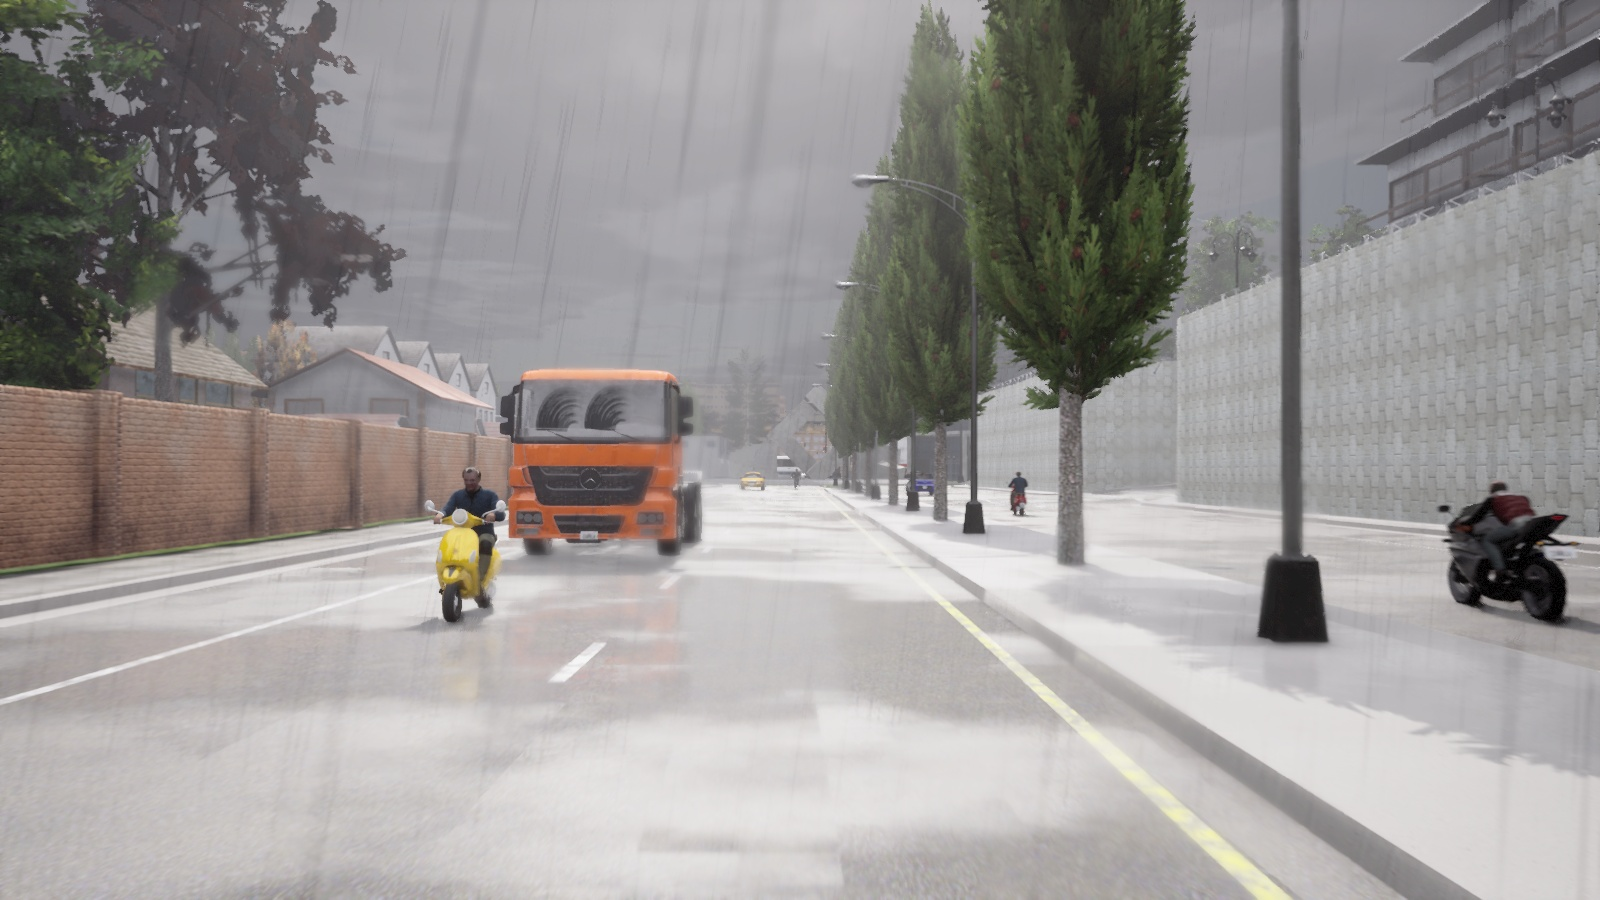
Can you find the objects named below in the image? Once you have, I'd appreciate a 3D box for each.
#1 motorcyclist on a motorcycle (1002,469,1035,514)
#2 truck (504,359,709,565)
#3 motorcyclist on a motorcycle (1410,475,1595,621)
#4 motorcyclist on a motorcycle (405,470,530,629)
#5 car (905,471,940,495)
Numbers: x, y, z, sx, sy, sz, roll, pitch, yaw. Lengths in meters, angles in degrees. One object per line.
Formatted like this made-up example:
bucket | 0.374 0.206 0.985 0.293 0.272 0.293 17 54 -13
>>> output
motorcyclist on a motorcycle | 7.890 1.497 45.446 0.866 1.590 1.817 0 -1 0
truck | -3.565 0.269 25.216 2.891 3.462 7.936 0 -1 0
motorcyclist on a motorcycle | 7.965 1.059 14.382 0.866 1.530 2.191 0 -1 0
motorcyclist on a motorcycle | -3.533 1.008 13.498 0.866 1.590 1.817 0 -1 0
car | 7.803 2.135 80.528 1.816 1.474 4.193 0 -1 0
